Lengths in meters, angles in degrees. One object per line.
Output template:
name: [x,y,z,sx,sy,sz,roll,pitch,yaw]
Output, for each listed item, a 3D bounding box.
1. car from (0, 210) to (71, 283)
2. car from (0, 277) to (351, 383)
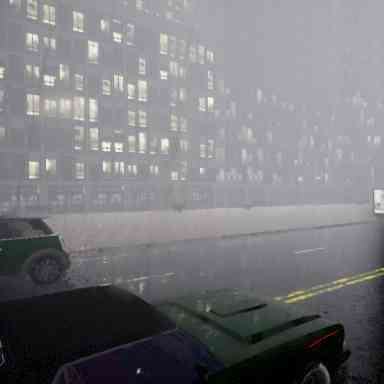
car: [-5.368,1.351,7.841,4.553,1.767,2.097,0,0,-36]
car: [-0.619,1.601,2.997,4.718,1.301,1.895,0,0,-36]
